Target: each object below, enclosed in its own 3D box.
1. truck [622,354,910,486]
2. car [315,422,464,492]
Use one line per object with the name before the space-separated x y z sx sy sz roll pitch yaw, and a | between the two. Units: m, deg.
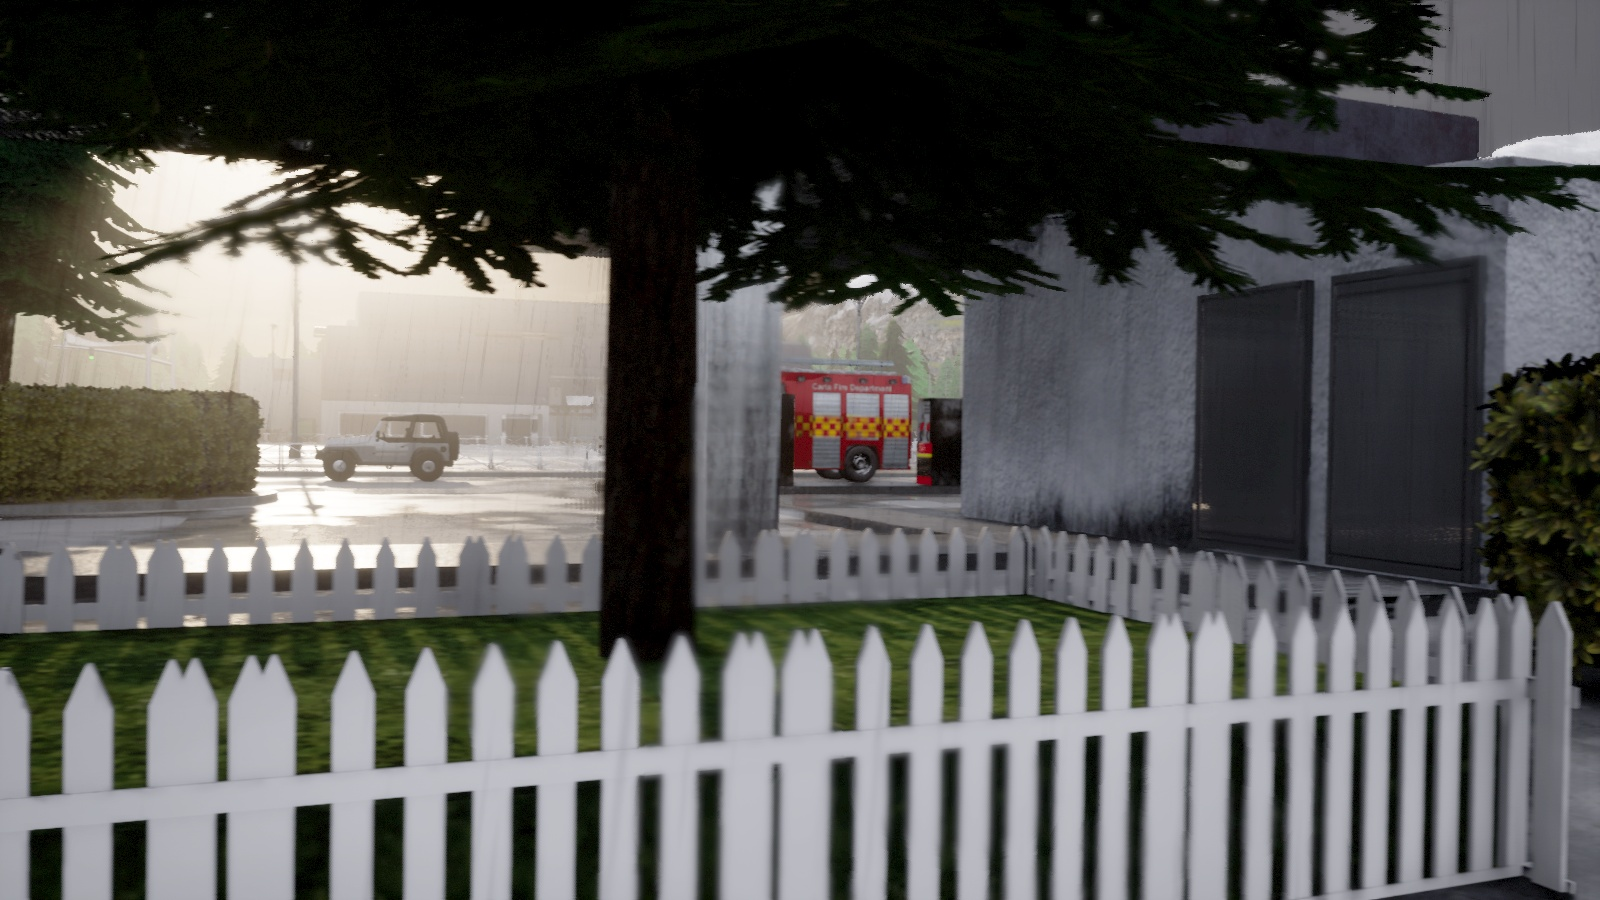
truck | -1.047 -0.929 39.197 8.468 3.827 2.891 -1 1 -21
car | -11.506 0.157 35.182 3.866 1.878 1.905 -1 1 -21
